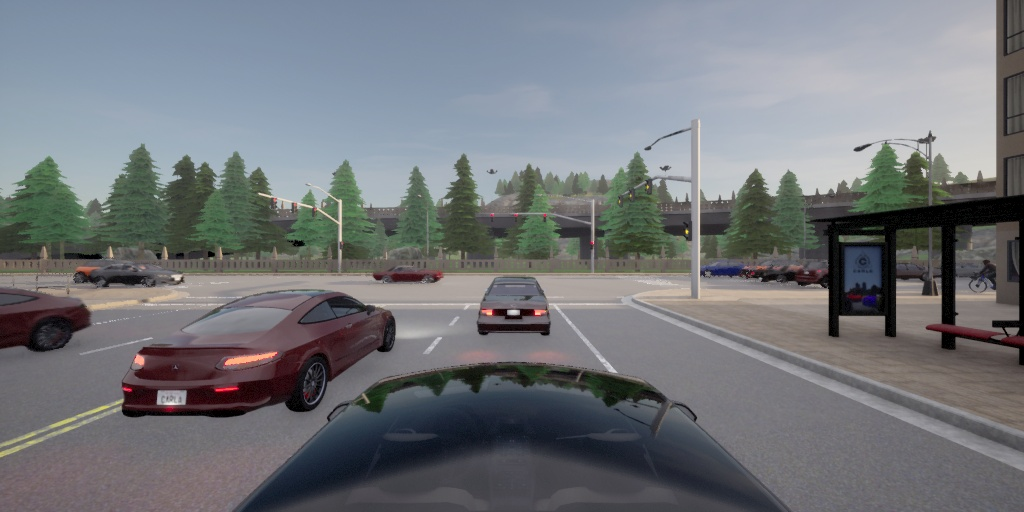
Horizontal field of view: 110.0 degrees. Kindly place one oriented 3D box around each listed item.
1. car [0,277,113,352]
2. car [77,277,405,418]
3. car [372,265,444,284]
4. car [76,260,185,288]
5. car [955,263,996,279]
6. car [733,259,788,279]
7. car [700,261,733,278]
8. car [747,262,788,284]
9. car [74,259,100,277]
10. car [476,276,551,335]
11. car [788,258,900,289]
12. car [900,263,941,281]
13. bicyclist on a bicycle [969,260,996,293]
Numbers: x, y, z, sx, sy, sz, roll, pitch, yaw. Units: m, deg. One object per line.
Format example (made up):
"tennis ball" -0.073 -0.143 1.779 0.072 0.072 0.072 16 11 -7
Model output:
"car" -10.539 1.276 6.251 1.812 1.442 4.674 0 0 1
"car" -3.447 1.276 5.949 1.812 1.442 4.674 0 0 0
"car" -7.316 1.323 25.667 4.718 1.301 1.895 0 0 1
"car" -23.285 1.186 22.352 4.902 1.511 2.128 0 0 1
"car" 38.077 1.258 30.440 4.181 1.385 1.994 0 0 17
"car" 20.954 1.046 28.951 4.553 1.767 2.097 0 0 2
"car" 18.908 1.172 32.505 5.008 1.535 1.882 0 0 1
"car" 19.783 1.295 25.355 4.718 1.301 1.895 0 0 1
"car" -28.417 1.047 25.894 4.553 1.767 2.097 0 0 0
"car" 0.088 1.297 10.443 2.033 1.411 5.357 0 0 1
"car" 20.095 1.046 21.851 4.553 1.767 2.097 0 0 1
"car" 30.557 1.242 28.511 5.357 1.411 2.033 0 0 6
"bicyclist on a bicycle" 22.756 0.995 17.037 0.582 1.620 1.656 0 0 1
